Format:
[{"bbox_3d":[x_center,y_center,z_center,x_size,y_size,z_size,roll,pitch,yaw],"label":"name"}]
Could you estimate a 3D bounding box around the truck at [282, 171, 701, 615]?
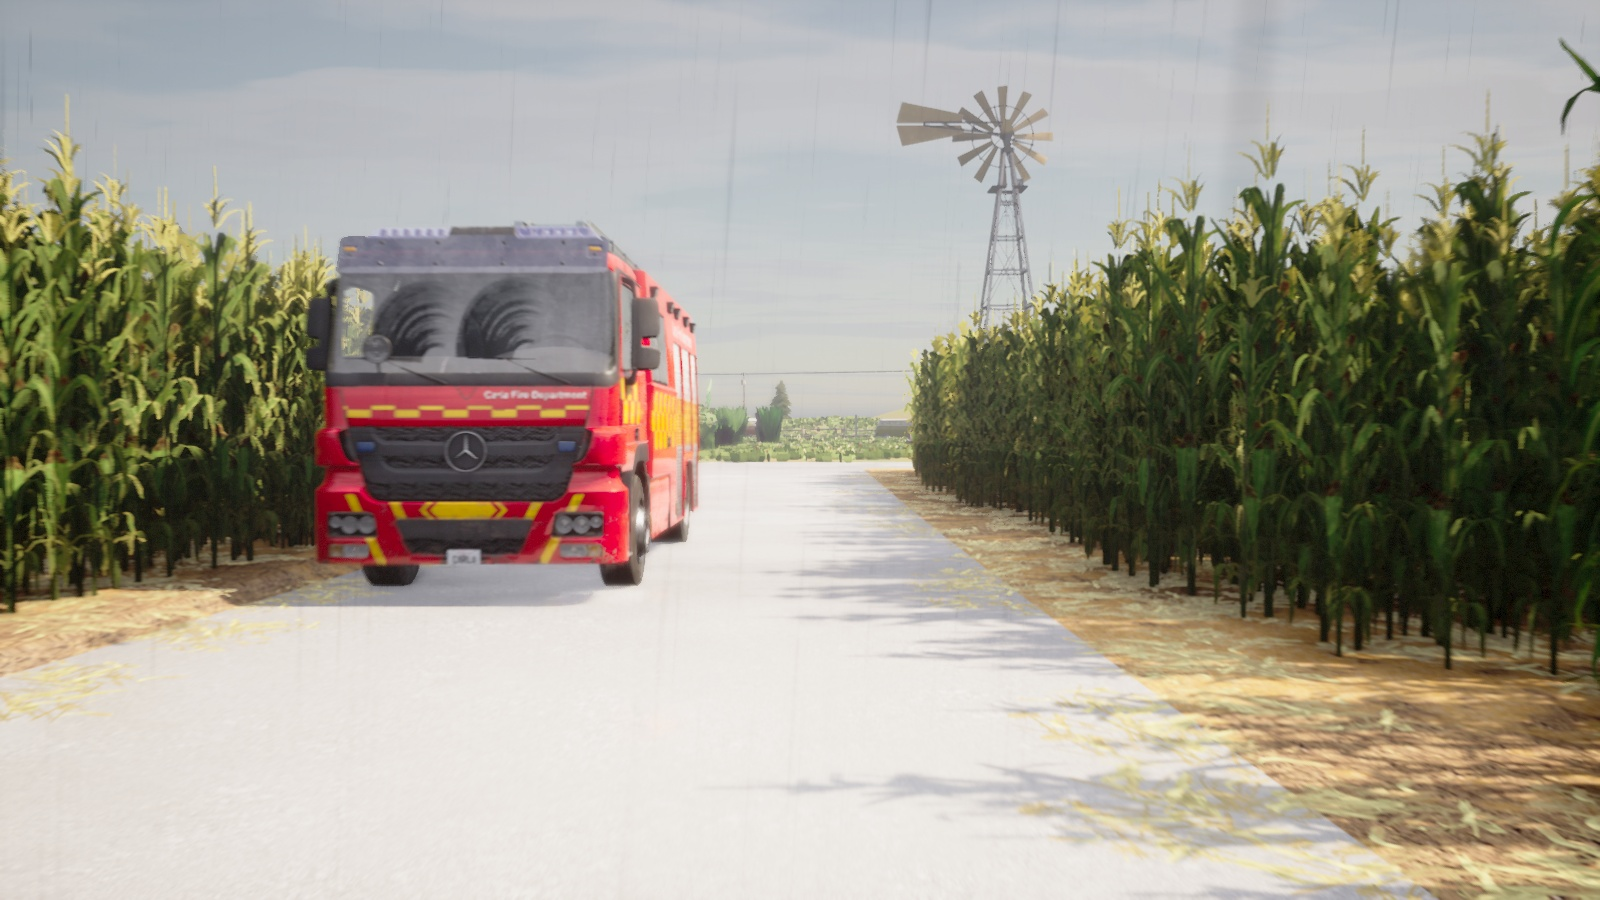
[{"bbox_3d":[-2.998,-0.548,15.071,2.891,3.827,8.468,0,1,0],"label":"truck"}]
